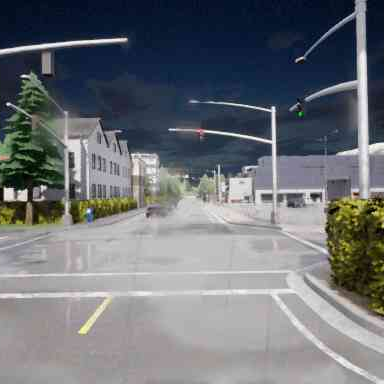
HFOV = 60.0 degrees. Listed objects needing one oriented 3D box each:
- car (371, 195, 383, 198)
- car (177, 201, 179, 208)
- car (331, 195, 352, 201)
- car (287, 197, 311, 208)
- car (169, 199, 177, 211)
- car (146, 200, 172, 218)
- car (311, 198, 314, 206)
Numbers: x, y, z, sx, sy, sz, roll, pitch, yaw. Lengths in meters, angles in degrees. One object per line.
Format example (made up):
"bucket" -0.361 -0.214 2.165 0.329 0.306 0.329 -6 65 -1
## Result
"car" 19.120 1.183 31.280 1.905 1.878 3.866 -1 -1 0
"car" -3.485 2.039 60.552 1.837 1.490 4.892 -1 -1 0
"car" 25.489 1.398 56.545 2.152 1.636 5.027 -1 -1 0
"car" 15.429 1.629 49.148 2.007 1.523 4.514 -1 -1 0
"car" -3.585 1.888 45.283 2.128 1.511 4.902 -1 0 0
"car" -3.598 1.844 34.586 2.033 1.411 5.357 -1 -1 0
"car" 19.075 1.573 56.206 1.970 1.475 3.806 -1 -1 0
